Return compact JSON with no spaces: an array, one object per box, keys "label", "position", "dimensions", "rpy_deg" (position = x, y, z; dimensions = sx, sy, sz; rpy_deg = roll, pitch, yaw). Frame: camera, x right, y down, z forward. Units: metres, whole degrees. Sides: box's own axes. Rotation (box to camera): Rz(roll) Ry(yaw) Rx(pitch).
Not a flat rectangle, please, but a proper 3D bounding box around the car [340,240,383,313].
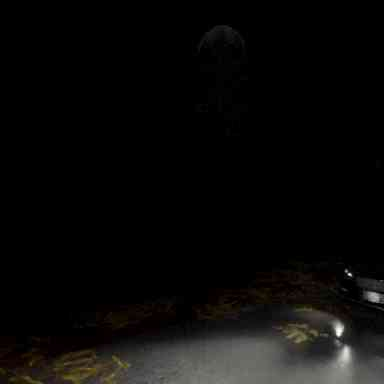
[{"label":"car","position":[5.146,1.580,7.190],"dimensions":[4.902,1.511,2.128],"rpy_deg":[1,0,-36]}]
